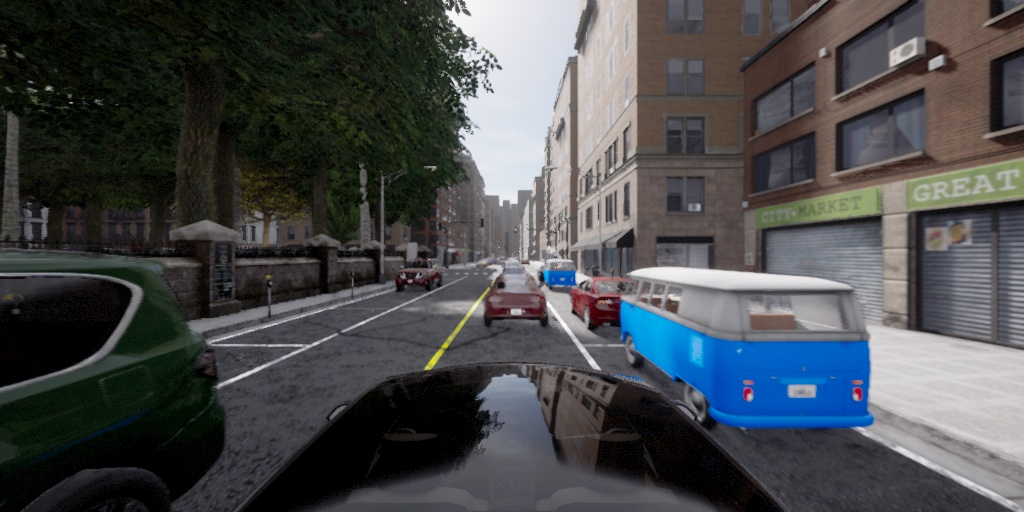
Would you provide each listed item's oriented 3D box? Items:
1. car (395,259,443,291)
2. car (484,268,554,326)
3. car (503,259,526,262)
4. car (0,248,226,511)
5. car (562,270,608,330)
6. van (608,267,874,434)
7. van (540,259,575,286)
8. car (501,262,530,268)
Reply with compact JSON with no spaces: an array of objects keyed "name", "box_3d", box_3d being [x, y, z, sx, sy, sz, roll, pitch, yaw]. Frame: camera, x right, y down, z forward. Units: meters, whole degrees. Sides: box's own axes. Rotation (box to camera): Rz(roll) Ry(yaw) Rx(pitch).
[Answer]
[{"name":"car","box_3d":[-5.623,1.082,22.340,2.192,1.841,5.009,0,0,0]},{"name":"car","box_3d":[0.112,1.286,11.618,1.812,1.442,4.674,0,0,0]},{"name":"car","box_3d":[0.072,1.278,32.571,1.837,1.490,4.892,0,0,0]},{"name":"car","box_3d":[-3.107,0.969,0.204,2.150,2.045,5.566,0,0,0]},{"name":"car","box_3d":[2.875,1.305,11.039,1.888,1.381,4.507,0,0,0]},{"name":"van","box_3d":[2.862,1.095,5.378,1.690,1.789,3.998,0,0,0]},{"name":"van","box_3d":[2.902,1.110,22.360,1.690,1.789,3.998,0,0,0]},{"name":"car","box_3d":[0.144,1.316,22.049,2.033,1.411,5.357,0,0,0]}]
